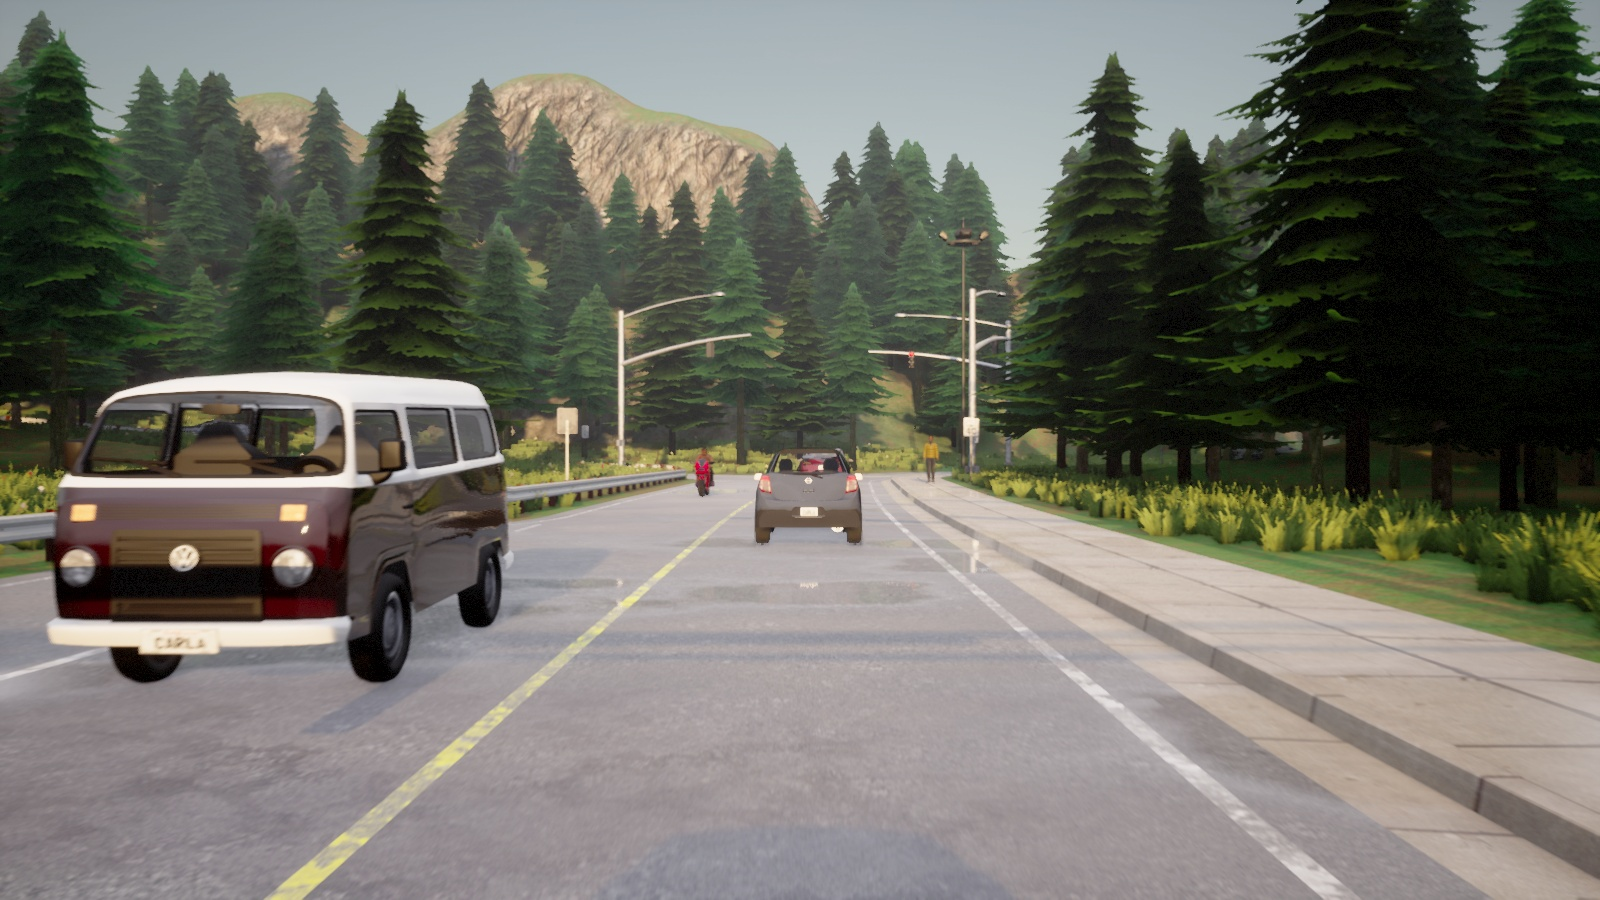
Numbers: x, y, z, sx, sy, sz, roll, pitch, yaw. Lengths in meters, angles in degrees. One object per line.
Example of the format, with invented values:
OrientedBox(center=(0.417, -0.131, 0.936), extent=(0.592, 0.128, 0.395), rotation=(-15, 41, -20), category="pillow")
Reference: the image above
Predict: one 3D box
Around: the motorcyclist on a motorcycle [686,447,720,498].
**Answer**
OrientedBox(center=(-2.953, 0.667, 38.487), extent=(0.797, 1.523, 2.044), rotation=(0, 0, 2), category="motorcyclist on a motorcycle")

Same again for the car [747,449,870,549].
OrientedBox(center=(0.137, 0.728, 20.672), extent=(1.845, 1.501, 3.633), rotation=(0, 0, 0), category="car")

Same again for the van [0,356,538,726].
OrientedBox(center=(-3.432, 0.439, 9.141), extent=(2.069, 2.038, 4.480), rotation=(0, 2, 0), category="van")

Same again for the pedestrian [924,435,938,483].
OrientedBox(center=(5.034, 0.341, 48.170), extent=(0.431, 1.840, 0.709), rotation=(0, 0, 15), category="pedestrian")

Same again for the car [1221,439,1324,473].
OrientedBox(center=(29.288, 0.376, 77.959), extent=(5.566, 2.045, 2.150), rotation=(0, 0, -1), category="car")
